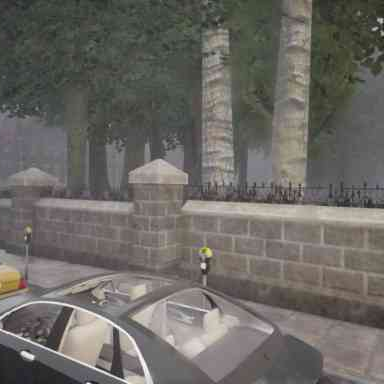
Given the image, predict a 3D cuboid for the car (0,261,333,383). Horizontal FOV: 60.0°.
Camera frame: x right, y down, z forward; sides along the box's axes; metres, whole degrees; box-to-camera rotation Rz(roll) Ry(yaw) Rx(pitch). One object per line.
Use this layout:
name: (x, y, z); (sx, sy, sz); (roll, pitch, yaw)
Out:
car: (-0.906, 1.550, 3.442); (4.403, 1.369, 2.008); (0, 1, 36)
